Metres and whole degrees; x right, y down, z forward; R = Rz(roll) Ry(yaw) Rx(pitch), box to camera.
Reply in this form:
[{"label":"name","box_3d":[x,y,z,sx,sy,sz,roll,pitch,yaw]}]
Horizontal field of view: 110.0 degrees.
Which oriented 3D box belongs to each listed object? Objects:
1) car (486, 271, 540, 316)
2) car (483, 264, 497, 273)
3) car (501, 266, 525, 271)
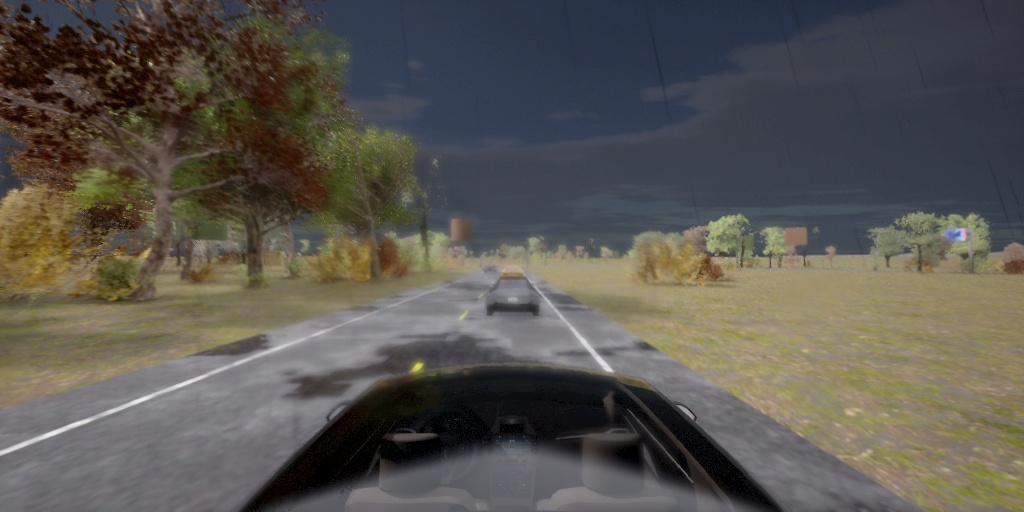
[{"label":"car","box_3d":[0.051,1.483,14.330,1.994,1.385,4.181,0,-1,1]},{"label":"car","box_3d":[-3.551,2.057,58.792,1.994,1.385,4.181,0,-1,0]},{"label":"car","box_3d":[0.060,1.606,30.302,1.882,1.535,5.008,0,0,0]}]
